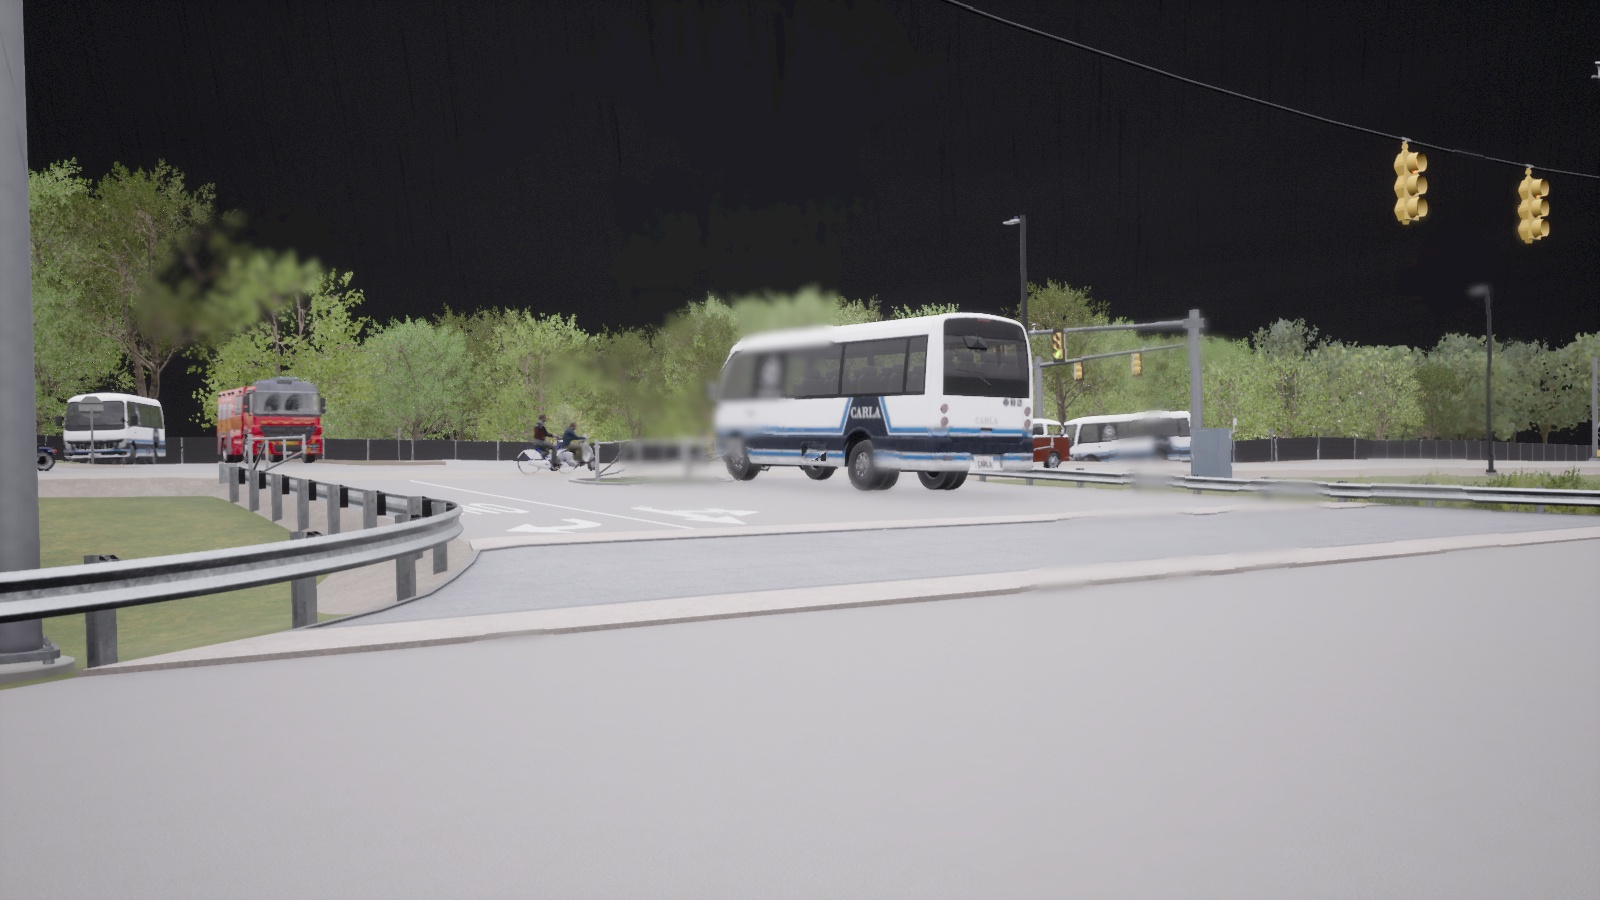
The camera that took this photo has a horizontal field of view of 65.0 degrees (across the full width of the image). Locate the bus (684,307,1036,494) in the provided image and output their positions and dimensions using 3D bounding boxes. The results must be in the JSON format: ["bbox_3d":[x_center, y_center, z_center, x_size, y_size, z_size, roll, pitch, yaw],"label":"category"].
[{"bbox_3d":[1.191,-1.168,33.822,3.944,4.253,10.273,0,1,-35],"label":"bus"}]

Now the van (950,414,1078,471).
[{"bbox_3d":[7.959,-0.253,46.539,4.480,2.038,2.069,0,0,-34],"label":"van"}]

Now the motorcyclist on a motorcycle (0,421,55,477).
[{"bbox_3d":[-23.799,-0.037,37.749,2.350,1.649,0.766,0,0,-34],"label":"motorcyclist on a motorcycle"}]

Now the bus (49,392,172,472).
[{"bbox_3d":[-40.267,-0.964,73.842,3.944,4.253,10.273,-2,0,-16],"label":"bus"}]

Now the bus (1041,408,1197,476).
[{"bbox_3d":[23.642,-0.589,93.144,10.273,4.253,3.944,-4,-1,-13],"label":"bus"}]

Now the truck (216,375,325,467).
[{"bbox_3d":[-23.986,-1.215,56.617,2.891,3.827,8.468,0,0,-34],"label":"truck"}]

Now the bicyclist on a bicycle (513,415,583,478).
[{"bbox_3d":[-7.270,-0.130,36.235,1.843,1.776,0.659,-1,2,-34],"label":"bicyclist on a bicycle"}]

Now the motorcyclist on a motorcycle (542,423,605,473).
[{"bbox_3d":[-7.296,-0.069,40.454,1.817,1.590,0.866,0,0,-34],"label":"motorcyclist on a motorcycle"}]
